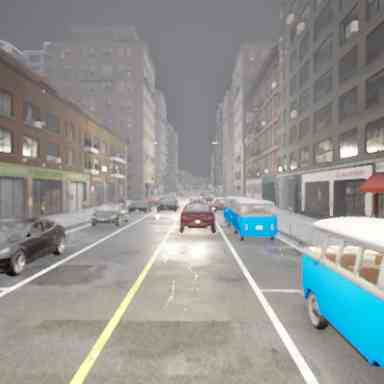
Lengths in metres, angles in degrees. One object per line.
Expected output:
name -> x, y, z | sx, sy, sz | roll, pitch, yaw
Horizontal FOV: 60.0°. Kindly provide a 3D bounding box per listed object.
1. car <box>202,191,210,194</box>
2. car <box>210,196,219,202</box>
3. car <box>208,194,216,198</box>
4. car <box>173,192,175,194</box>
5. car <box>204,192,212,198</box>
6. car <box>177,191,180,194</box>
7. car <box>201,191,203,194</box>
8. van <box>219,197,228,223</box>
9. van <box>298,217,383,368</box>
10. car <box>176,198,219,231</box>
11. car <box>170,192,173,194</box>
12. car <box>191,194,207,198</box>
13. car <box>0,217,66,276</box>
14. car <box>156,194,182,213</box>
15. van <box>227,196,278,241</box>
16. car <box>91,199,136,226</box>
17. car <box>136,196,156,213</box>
car -> 3.355, 0.965, 61.070 | 1.967, 1.590, 4.097 | 0, 0, 1
car -> 3.014, 1.332, 32.662 | 1.802, 1.307, 4.206 | 0, 0, 1
car -> 3.084, 1.230, 38.513 | 1.752, 1.417, 4.829 | 0, 0, 1
car -> -4.670, 1.073, 61.166 | 1.947, 1.339, 4.313 | 0, 0, 1
car -> 3.286, 1.115, 55.389 | 1.887, 1.381, 4.507 | 0, 0, 1
car -> -4.466, 0.810, 78.210 | 1.967, 1.590, 4.097 | 0, 0, 1
car -> 3.491, 0.985, 72.434 | 2.008, 1.369, 4.403 | 0, 0, 1
van -> 2.878, 1.181, 21.297 | 1.690, 1.788, 3.998 | 0, 0, 1
van -> 2.674, 1.314, 4.251 | 1.690, 1.788, 3.998 | 0, 0, 1
car -> 0.314, 1.328, 19.245 | 1.882, 1.535, 5.008 | 0, 0, 1
car -> -4.738, 1.097, 55.484 | 1.887, 1.381, 4.507 | 0, 0, 1
car -> 0.620, 1.246, 45.218 | 1.895, 1.301, 4.718 | 0, 0, 0
car -> -5.283, 1.476, 10.031 | 1.947, 1.339, 4.313 | 0, 0, 1
car -> -2.368, 1.214, 33.389 | 1.882, 1.535, 5.008 | 0, 0, 1
van -> 2.810, 1.226, 15.615 | 1.690, 1.788, 3.998 | 0, 0, 1
car -> -5.147, 1.372, 21.394 | 2.008, 1.369, 4.403 | 0, 0, 1
car -> -5.011, 1.298, 32.757 | 1.947, 1.339, 4.313 | 0, 0, 1
